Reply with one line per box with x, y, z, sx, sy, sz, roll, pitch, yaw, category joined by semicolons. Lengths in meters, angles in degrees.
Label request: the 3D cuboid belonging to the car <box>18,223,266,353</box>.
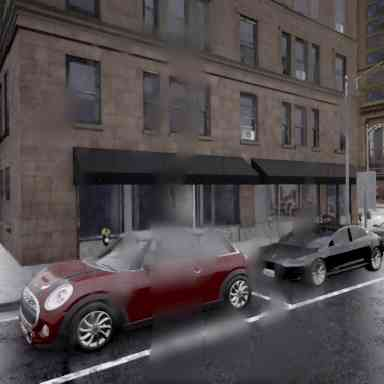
-0.864;1.440;6.045;4.097;1.590;1.967;0;-1;-36;car

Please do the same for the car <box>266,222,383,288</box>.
3.617;1.564;9.243;4.313;1.339;1.947;0;-1;-36;car
